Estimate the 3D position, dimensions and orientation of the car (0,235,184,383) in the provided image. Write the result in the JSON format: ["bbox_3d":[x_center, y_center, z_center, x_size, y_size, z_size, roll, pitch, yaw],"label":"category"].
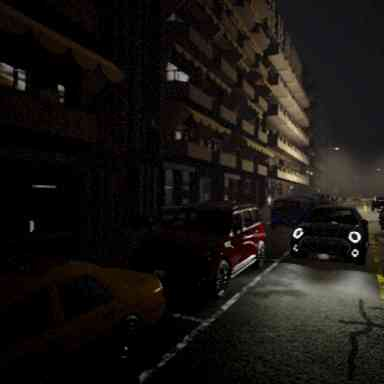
[{"bbox_3d":[-2.070,1.490,3.608,1.752,1.417,4.829,2,1,27],"label":"car"}]

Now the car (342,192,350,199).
[{"bbox_3d":[28.164,0.980,62.875,2.192,1.841,5.009,2,1,27],"label":"car"}]

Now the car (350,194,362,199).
[{"bbox_3d":[31.806,1.150,64.421,1.882,1.535,5.008,0,0,27],"label":"car"}]

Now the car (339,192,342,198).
[{"bbox_3d":[15.601,1.076,38.241,2.192,1.841,5.009,2,1,27],"label":"car"}]

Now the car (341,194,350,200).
[{"bbox_3d":[38.209,1.205,82.589,1.802,1.307,4.206,2,1,27],"label":"car"}]

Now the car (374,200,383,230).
[{"bbox_3d":[12.013,1.423,19.446,2.033,1.411,5.357,0,0,27],"label":"car"}]

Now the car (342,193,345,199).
[{"bbox_3d":[20.621,1.283,48.101,1.947,1.339,4.313,2,1,27],"label":"car"}]

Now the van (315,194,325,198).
[{"bbox_3d":[8.062,1.179,23.463,1.690,1.788,3.998,2,1,27],"label":"van"}]

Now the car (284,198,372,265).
[{"bbox_3d":[4.914,1.269,11.562,2.097,1.767,4.553,0,0,30],"label":"car"}]

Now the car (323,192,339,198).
[{"bbox_3d":[13.088,1.101,33.315,2.192,1.841,5.009,2,1,27],"label":"car"}]

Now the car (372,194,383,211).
[{"bbox_3d":[20.676,1.291,36.378,1.837,1.490,4.892,0,0,27],"label":"car"}]

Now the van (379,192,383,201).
[{"bbox_3d":[42.666,1.014,74.045,1.690,1.788,3.998,2,1,27],"label":"van"}]

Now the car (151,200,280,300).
[{"bbox_3d":[0.526,1.245,8.683,2.192,1.841,5.009,2,1,27],"label":"car"}]

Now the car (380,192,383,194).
[{"bbox_3d":[40.154,0.998,69.117,2.192,1.841,5.009,2,1,27],"label":"car"}]

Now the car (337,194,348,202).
[{"bbox_3d":[30.671,1.196,67.806,1.887,1.381,4.507,2,1,27],"label":"car"}]

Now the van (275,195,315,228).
[{"bbox_3d":[5.549,1.207,18.534,1.690,1.788,3.998,2,1,27],"label":"van"}]
